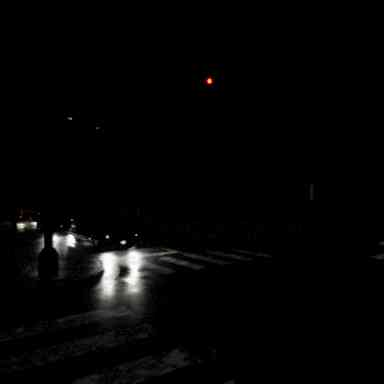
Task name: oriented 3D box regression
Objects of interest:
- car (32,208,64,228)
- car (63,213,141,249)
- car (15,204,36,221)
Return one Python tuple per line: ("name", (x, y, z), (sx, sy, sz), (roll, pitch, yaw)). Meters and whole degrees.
("car", (-10.315, 2.094, 24.862), (1.895, 1.301, 4.718), (0, -1, -35))
("car", (-4.553, 1.867, 16.727), (2.033, 1.411, 5.357), (0, -1, -36))
("car", (-17.174, 2.055, 34.590), (2.097, 1.767, 4.553), (0, -1, -35))
